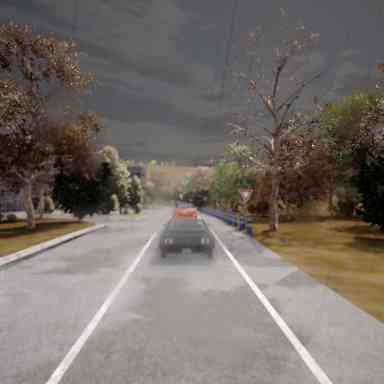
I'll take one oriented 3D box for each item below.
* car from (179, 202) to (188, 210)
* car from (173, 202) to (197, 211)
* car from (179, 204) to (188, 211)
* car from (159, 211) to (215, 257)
[{"bbox_3d":[-2.100,3.469,82.315,2.150,2.045,5.566,0,-2,-2],"label":"car"},{"bbox_3d":[-0.630,1.723,29.245,2.097,1.767,4.553,0,-1,-1],"label":"car"},{"bbox_3d":[-1.831,3.414,72.152,1.837,1.490,4.892,0,-2,-2],"label":"car"},{"bbox_3d":[-0.205,1.665,13.165,1.895,1.301,4.718,0,0,-1],"label":"car"}]
